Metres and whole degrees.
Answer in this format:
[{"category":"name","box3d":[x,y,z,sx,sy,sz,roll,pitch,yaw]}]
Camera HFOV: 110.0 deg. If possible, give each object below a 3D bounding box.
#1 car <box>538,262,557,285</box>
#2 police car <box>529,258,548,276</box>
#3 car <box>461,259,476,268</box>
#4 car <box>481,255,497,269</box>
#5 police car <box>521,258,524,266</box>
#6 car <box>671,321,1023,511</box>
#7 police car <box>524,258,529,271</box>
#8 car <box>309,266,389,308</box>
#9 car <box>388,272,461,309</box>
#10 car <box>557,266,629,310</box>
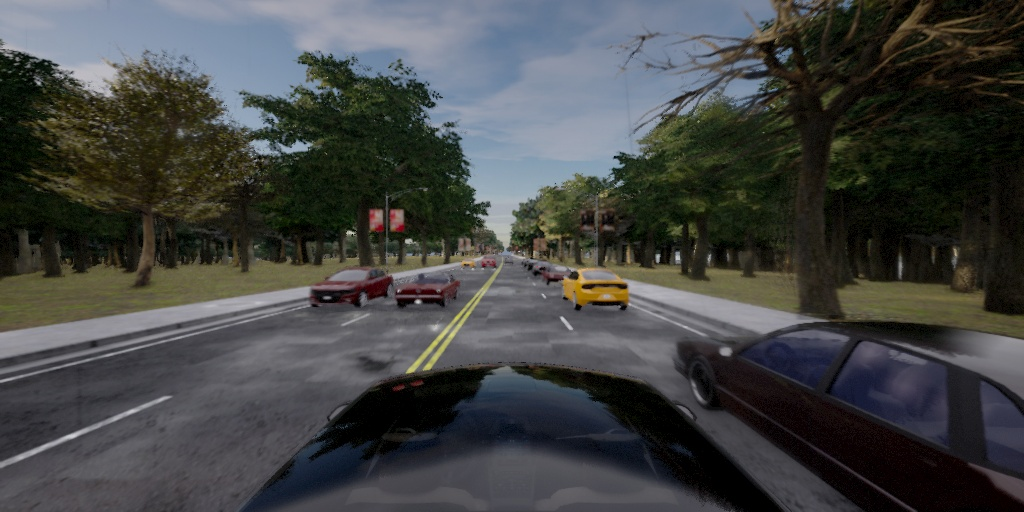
[{"category":"car","box3d":[3.185,1.343,25.735,1.895,1.301,4.718,0,0,0]},{"category":"police car","box3d":[3.118,1.230,36.717,2.038,1.542,4.974,0,0,0]},{"category":"car","box3d":[-6.873,1.148,56.810,1.882,1.535,5.008,0,0,0]},{"category":"car","box3d":[-3.622,0.891,56.820,2.150,2.045,5.566,0,0,0]},{"category":"police car","box3d":[2.909,1.085,58.846,1.930,1.638,5.238,0,0,-1]},{"category":"car","box3d":[3.348,1.296,3.049,2.033,1.411,5.357,0,0,0]},{"category":"police car","box3d":[3.025,1.123,47.836,1.930,1.638,5.238,0,0,-1]},{"category":"car","box3d":[-6.623,1.227,15.335,1.882,1.535,5.008,0,0,0]},{"category":"car","box3d":[-3.375,1.350,15.120,1.895,1.301,4.718,0,0,0]},{"category":"car","box3d":[3.229,1.226,14.694,1.882,1.535,5.008,0,0,0]}]
